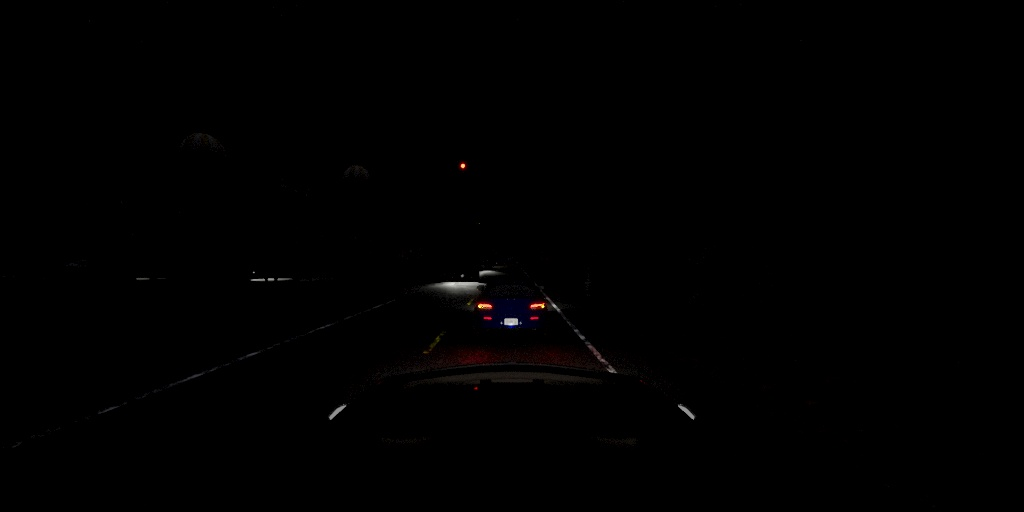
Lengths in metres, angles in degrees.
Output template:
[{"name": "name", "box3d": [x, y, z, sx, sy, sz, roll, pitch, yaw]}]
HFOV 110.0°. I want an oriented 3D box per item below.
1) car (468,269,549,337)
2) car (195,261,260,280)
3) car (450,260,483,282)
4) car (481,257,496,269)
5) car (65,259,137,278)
[{"name": "car", "box3d": [-0.030, 1.274, 10.165, 1.812, 1.442, 4.674, 0, 0, 0]}, {"name": "car", "box3d": [-22.458, 1.118, 28.429, 4.181, 1.385, 1.994, 1, 0, 0]}, {"name": "car", "box3d": [-3.700, 1.275, 28.695, 1.994, 1.385, 4.181, 0, 0, 0]}, {"name": "car", "box3d": [-3.792, 1.204, 49.904, 2.128, 1.511, 4.902, 0, 0, 0]}, {"name": "car", "box3d": [-32.595, 0.984, 28.332, 4.674, 1.442, 1.812, 1, 0, -1]}]
